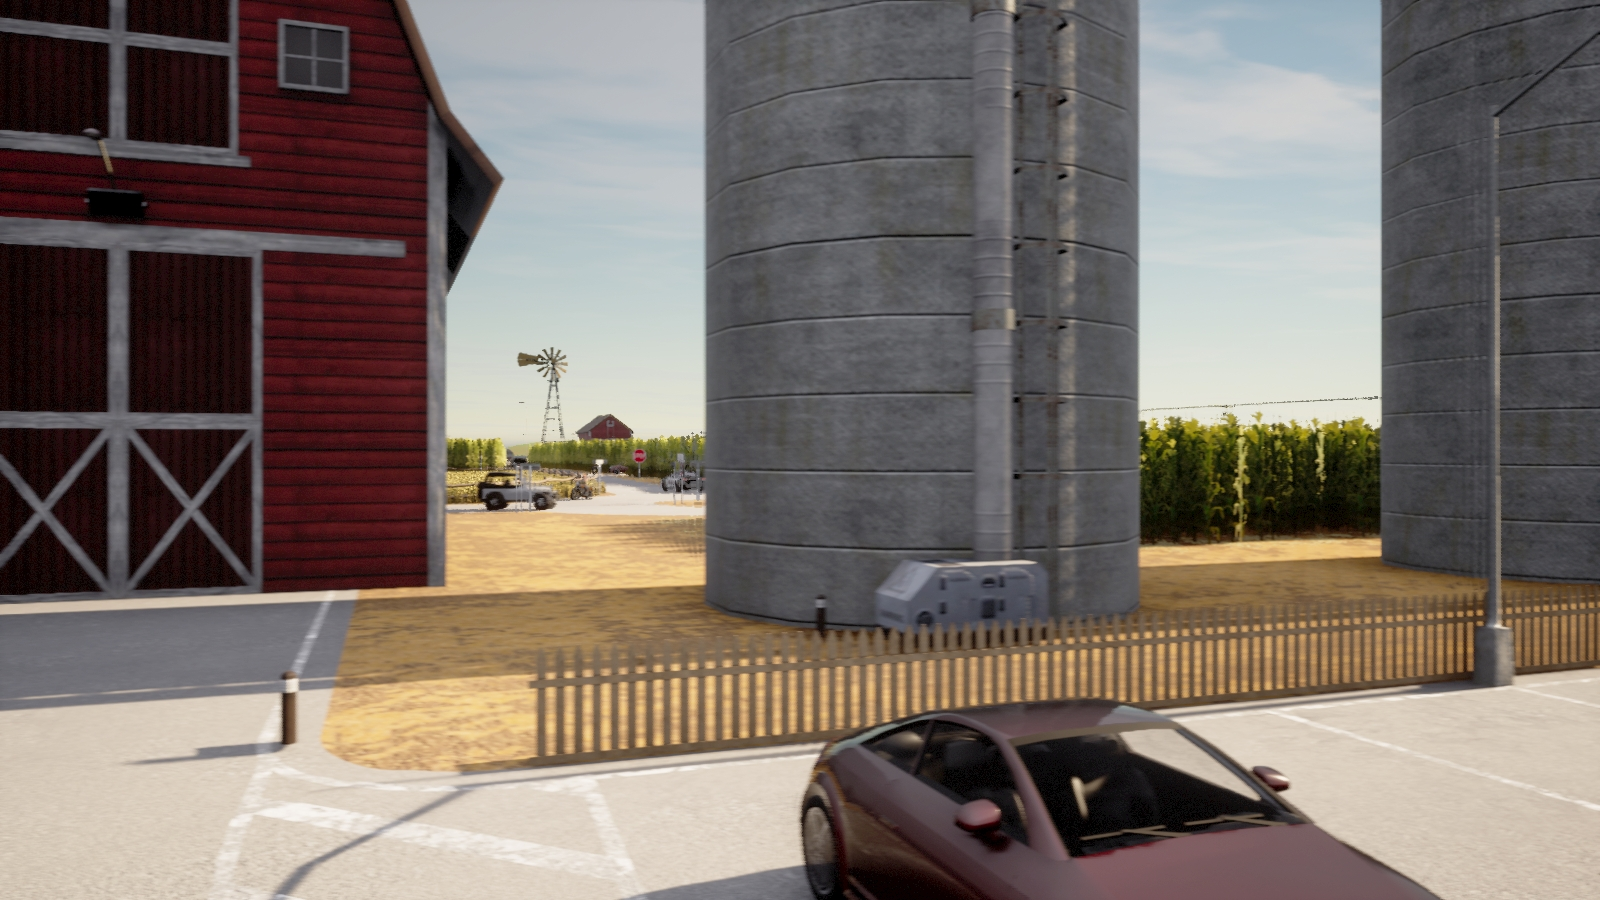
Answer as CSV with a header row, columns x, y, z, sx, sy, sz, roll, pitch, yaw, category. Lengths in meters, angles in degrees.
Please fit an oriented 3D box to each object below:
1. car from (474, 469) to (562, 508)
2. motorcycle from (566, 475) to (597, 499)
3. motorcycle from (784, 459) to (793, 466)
x,y,z,sx,sy,sz,roll,pitch,yaw,category
-13.720,1.857,55.736,3.866,1.878,1.905,0,-1,-4,car
-12.686,2.155,66.428,0.764,1.307,2.356,0,0,18,motorcycle
-1.937,2.154,197.194,0.764,1.307,2.356,0,0,-21,motorcycle
